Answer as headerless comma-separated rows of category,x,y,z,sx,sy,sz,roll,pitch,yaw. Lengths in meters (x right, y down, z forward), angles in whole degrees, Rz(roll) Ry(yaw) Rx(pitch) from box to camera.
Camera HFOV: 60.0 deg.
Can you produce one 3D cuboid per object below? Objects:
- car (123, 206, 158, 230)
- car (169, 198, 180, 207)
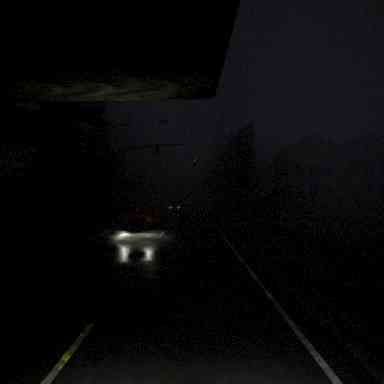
car,-3.539,1.740,23.661,1.882,1.535,5.008,0,-1,0
car,-3.543,2.109,68.179,2.097,1.767,4.553,0,-1,0
